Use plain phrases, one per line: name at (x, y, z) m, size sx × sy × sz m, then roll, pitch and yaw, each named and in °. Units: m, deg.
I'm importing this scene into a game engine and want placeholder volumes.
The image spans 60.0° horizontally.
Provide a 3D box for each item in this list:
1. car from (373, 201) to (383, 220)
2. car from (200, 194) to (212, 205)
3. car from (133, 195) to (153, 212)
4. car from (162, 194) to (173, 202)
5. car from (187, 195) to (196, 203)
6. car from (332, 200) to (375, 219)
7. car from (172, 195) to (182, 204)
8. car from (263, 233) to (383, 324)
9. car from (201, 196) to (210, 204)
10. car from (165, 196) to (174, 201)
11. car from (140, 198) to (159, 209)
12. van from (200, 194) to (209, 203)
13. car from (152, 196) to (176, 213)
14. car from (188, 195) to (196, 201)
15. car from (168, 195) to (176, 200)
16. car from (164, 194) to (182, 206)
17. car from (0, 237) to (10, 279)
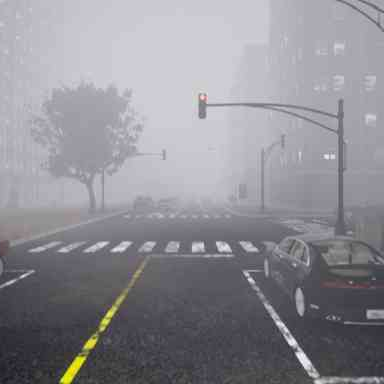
car at (14.383, 1.382, 20.832) m, size 4.718 × 1.301 × 1.895 m, roll -1°, pitch 0°, yaw 1°
car at (2.670, 1.595, 61.514) m, size 1.947 × 1.339 × 4.313 m, roll 0°, pitch 0°, yaw 0°
car at (-5.704, 1.326, 39.420) m, size 2.192 × 1.841 × 5.009 m, roll 0°, pitch 0°, yaw 0°
car at (-5.718, 1.366, 78.080) m, size 2.192 × 1.841 × 5.009 m, roll 0°, pitch 0°, yaw 0°
car at (-0.023, 1.639, 69.189) m, size 1.895 × 1.301 × 4.718 m, roll 0°, pitch 0°, yaw 0°
car at (13.418, 1.343, 26.444) m, size 4.403 × 1.369 × 2.008 m, roll -1°, pitch 1°, yaw -1°
car at (-3.023, 1.533, 69.070) m, size 1.837 × 1.490 × 4.892 m, roll 0°, pitch 1°, yaw 0°
car at (2.687, 1.550, 7.035) m, size 2.008 × 1.369 × 4.403 m, roll 0°, pitch 0°, yaw 0°
car at (2.667, 1.561, 67.207) m, size 1.752 × 1.417 × 4.829 m, roll 0°, pitch 0°, yaw 0°
car at (-5.719, 1.611, 83.604) m, size 2.008 × 1.369 × 4.403 m, roll 0°, pitch 0°, yaw 0°
car at (-5.706, 1.581, 44.943) m, size 1.947 × 1.339 × 4.313 m, roll 0°, pitch 0°, yaw 0°
van at (2.665, 1.384, 72.561) m, size 1.690 × 1.788 × 3.998 m, roll 0°, pitch 0°, yaw 0°
car at (-3.110, 1.536, 38.132) m, size 1.812 × 1.442 × 4.674 m, roll 0°, pitch 0°, yaw 0°
car at (-0.025, 1.426, 79.166) m, size 1.812 × 1.442 × 4.674 m, roll 0°, pitch 0°, yaw 0°
car at (-5.723, 1.630, 94.649) m, size 2.008 × 1.369 × 4.403 m, roll 0°, pitch 0°, yaw 0°
car at (-3.107, 1.500, 54.273) m, size 1.882 × 1.535 × 5.008 m, roll 0°, pitch 0°, yaw 0°
car at (-5.693, 1.544, 7.032) m, size 1.887 × 1.381 × 4.507 m, roll 0°, pitch 0°, yaw 0°
